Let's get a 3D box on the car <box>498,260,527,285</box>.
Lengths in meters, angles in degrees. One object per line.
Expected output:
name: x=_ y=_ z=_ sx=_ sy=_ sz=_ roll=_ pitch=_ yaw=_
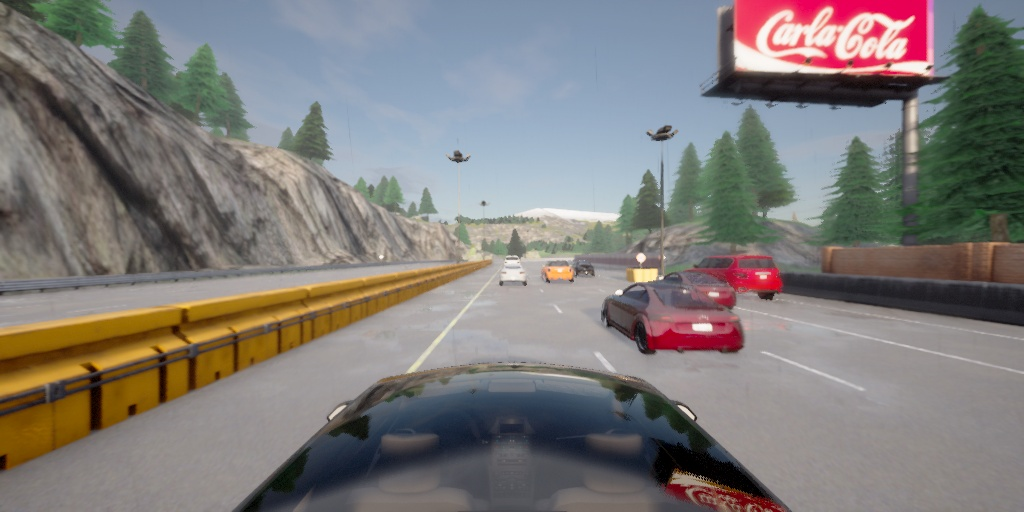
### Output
car: x=0.070 y=1.290 z=26.599 sx=1.812 sy=1.442 sz=4.674 roll=0 pitch=0 yaw=0

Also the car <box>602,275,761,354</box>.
car: x=3.593 y=1.318 z=8.768 sx=1.994 sy=1.385 sz=4.181 roll=0 pitch=0 yaw=0

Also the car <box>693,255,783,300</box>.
car: x=10.588 y=0.981 z=17.793 sx=2.150 sy=2.045 sz=5.566 roll=0 pitch=0 yaw=0

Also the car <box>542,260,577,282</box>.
car: x=3.564 y=1.117 z=28.803 sx=2.097 sy=1.767 sz=4.553 roll=0 pitch=0 yaw=0

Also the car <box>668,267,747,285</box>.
car: x=7.086 y=1.322 z=14.577 sx=1.994 sy=1.385 sz=4.181 roll=0 pitch=0 yaw=0

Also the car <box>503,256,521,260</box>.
car: x=0.010 y=1.000 z=49.462 sx=2.150 sy=2.045 sz=5.566 roll=0 pitch=0 yaw=0

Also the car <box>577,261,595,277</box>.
car: x=7.051 y=1.276 z=36.388 sx=1.837 sy=1.490 sz=4.892 roll=0 pitch=0 yaw=0
